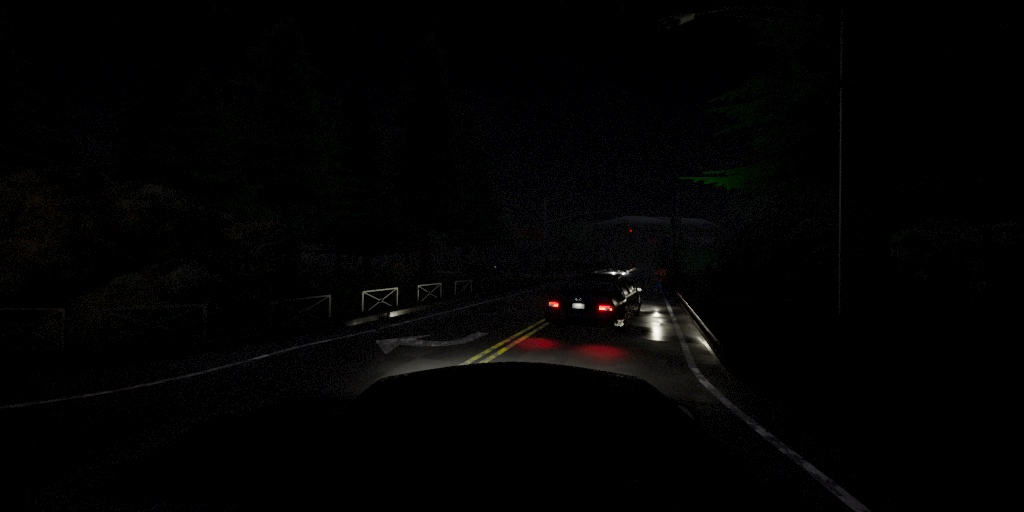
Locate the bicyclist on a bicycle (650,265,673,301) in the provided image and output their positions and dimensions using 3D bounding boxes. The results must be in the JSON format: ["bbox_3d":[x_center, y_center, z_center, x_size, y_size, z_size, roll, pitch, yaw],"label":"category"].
[{"bbox_3d":[6.898,1.235,16.512,1.656,1.620,0.582,1,0,-30],"label":"bicyclist on a bicycle"}]

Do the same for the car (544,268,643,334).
[{"bbox_3d":[2.593,1.219,10.427,2.033,1.411,5.357,1,0,26],"label":"car"}]

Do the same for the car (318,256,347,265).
[{"bbox_3d":[-27.689,0.965,55.241,5.566,2.045,2.150,0,-1,31],"label":"car"}]

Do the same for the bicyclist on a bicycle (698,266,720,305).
[{"bbox_3d":[8.302,1.248,15.088,1.656,1.620,0.582,1,0,-33],"label":"bicyclist on a bicycle"}]

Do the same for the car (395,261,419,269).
[{"bbox_3d":[-13.528,1.376,48.816,5.008,1.535,1.882,1,-1,22],"label":"car"}]

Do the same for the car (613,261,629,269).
[{"bbox_3d":[17.381,1.859,57.879,1.895,1.301,4.718,1,0,22],"label":"car"}]

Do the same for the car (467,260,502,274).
[{"bbox_3d":[-3.502,1.366,44.871,4.553,1.767,2.097,1,0,21],"label":"car"}]
